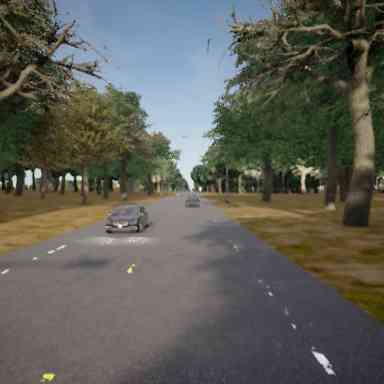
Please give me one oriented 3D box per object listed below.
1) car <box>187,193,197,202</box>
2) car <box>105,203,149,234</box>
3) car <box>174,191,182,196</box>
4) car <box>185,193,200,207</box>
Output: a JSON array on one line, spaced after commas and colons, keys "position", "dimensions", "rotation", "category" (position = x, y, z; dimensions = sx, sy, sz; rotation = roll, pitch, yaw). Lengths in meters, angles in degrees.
[{"position": [0.081, 0.972, 63.175], "dimensions": [1.837, 1.490, 4.892], "rotation": [0, 1, 0], "category": "car"}, {"position": [-3.603, 1.457, 19.113], "dimensions": [1.837, 1.490, 4.892], "rotation": [0, 0, 0], "category": "car"}, {"position": [-3.524, 0.351, 84.916], "dimensions": [2.097, 1.767, 4.553], "rotation": [0, 1, 0], "category": "car"}, {"position": [0.087, 1.170, 45.319], "dimensions": [2.128, 1.511, 4.902], "rotation": [0, 1, 0], "category": "car"}]
